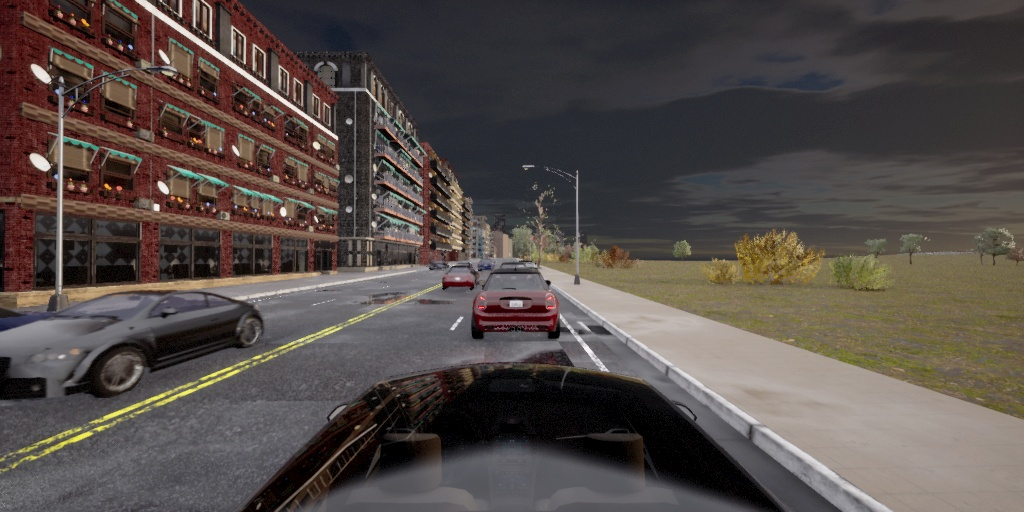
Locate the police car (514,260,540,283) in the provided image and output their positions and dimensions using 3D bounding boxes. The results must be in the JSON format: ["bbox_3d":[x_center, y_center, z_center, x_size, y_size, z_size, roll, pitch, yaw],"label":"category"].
[{"bbox_3d":[1.104,1.181,29.510,1.930,1.638,5.238,0,0,0],"label":"police car"}]

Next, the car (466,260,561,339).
[{"bbox_3d":[0.083,1.104,10.243,2.097,1.767,4.553,0,0,0],"label":"car"}]

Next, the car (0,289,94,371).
[{"bbox_3d":[-9.855,1.351,5.277,1.895,1.301,4.718,0,0,0],"label":"car"}]

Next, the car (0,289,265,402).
[{"bbox_3d":[-6.607,1.315,6.412,1.994,1.385,4.181,0,0,0],"label":"car"}]

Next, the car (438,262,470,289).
[{"bbox_3d":[-3.176,1.318,22.947,1.994,1.385,4.181,0,0,0],"label":"car"}]

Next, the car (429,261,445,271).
[{"bbox_3d":[-9.903,1.319,48.544,1.994,1.385,4.181,0,0,0],"label":"car"}]
